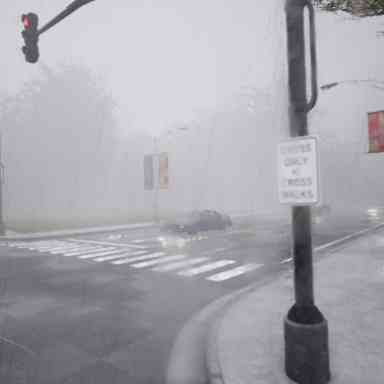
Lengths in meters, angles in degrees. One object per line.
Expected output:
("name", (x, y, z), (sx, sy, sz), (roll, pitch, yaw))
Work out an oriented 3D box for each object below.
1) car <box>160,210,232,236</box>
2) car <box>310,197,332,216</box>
("car", (0.451, 1.854, 20.793), (2.033, 1.411, 5.357), (-2, -2, 39))
("car", (14.127, 1.618, 37.778), (2.150, 2.045, 5.566), (-2, -2, 39))
